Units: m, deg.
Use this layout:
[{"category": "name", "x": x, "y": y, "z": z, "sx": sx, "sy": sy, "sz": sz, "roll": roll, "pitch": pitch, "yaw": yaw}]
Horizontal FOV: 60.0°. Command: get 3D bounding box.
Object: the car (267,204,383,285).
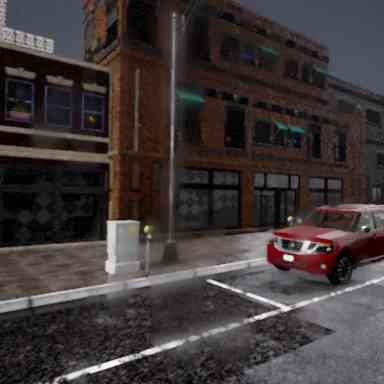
[{"category": "car", "x": 4.446, "y": 1.317, "z": 9.708, "sx": 5.009, "sy": 1.841, "sz": 2.192, "roll": 0, "pitch": 1, "yaw": -35}]
